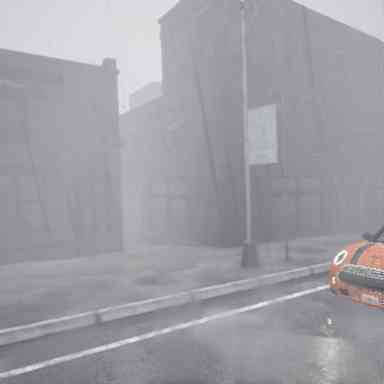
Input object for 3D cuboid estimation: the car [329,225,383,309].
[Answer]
[{"bbox_3d":[5.067,1.349,7.309,4.553,1.767,2.097,0,0,-35],"label":"car"}]
